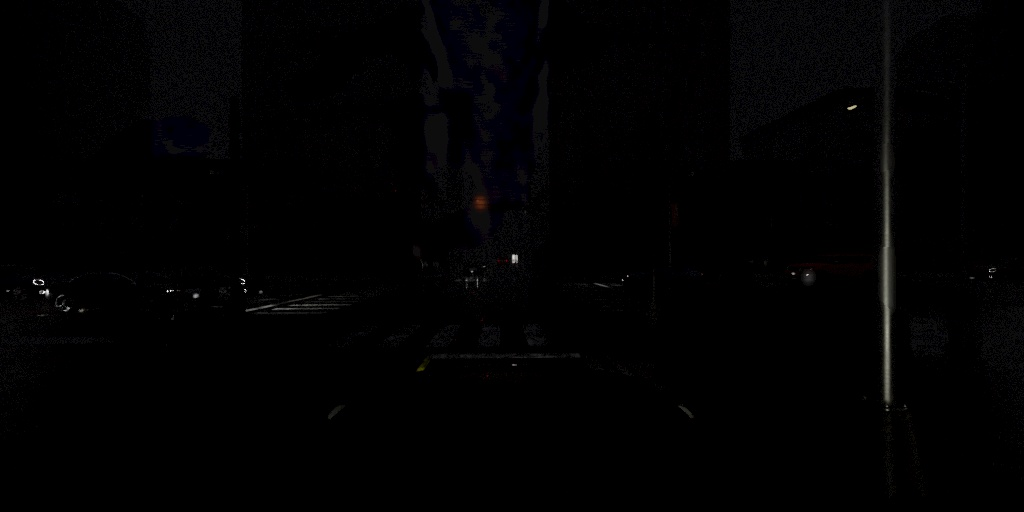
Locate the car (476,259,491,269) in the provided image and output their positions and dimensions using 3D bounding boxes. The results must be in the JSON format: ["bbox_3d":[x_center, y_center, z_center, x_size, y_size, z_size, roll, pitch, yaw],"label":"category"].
[{"bbox_3d":[-4.572,1.282,58.301,2.128,1.511,4.902,0,0,-1],"label":"car"}]

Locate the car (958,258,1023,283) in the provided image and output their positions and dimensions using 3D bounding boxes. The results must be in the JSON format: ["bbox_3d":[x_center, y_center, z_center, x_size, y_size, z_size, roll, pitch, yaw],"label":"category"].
[{"bbox_3d":[34.602,0.969,25.286,4.553,1.767,2.097,0,0,-2],"label":"car"}]

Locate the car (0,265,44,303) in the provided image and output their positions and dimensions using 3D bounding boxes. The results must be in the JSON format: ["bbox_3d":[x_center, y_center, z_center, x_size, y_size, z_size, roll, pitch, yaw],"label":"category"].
[{"bbox_3d":[-23.093,1.183,16.790,4.553,1.767,2.097,0,0,-2],"label":"car"}]

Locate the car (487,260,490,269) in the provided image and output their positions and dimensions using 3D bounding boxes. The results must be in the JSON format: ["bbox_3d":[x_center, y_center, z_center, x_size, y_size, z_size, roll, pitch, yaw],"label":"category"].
[{"bbox_3d":[-4.288,1.284,47.905,1.837,1.490,4.892,0,0,-2],"label":"car"}]

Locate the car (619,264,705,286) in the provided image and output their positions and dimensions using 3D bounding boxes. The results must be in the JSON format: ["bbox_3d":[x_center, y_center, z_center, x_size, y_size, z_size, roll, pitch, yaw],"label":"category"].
[{"bbox_3d":[10.209,1.243,24.539,5.357,1.411,2.033,0,0,-2],"label":"car"}]

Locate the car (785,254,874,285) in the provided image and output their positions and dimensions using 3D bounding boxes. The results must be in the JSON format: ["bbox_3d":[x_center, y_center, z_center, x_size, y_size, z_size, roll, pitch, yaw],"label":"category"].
[{"bbox_3d":[22.238,0.879,24.916,5.566,2.045,2.150,0,0,-2],"label":"car"}]

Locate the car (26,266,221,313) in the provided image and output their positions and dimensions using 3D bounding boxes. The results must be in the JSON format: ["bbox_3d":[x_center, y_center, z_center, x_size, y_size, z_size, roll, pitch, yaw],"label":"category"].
[{"bbox_3d":[-14.651,1.290,13.798,4.902,1.511,2.128,0,0,-2],"label":"car"}]

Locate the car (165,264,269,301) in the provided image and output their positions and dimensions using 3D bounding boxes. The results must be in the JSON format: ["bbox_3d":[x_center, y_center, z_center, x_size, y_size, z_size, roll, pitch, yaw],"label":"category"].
[{"bbox_3d":[-14.248,1.148,17.066,4.553,1.767,2.097,0,0,-2],"label":"car"}]

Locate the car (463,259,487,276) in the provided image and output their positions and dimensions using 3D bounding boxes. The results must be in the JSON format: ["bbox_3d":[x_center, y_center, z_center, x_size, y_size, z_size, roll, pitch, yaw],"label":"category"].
[{"bbox_3d":[-4.001,1.260,37.526,2.128,1.511,4.902,0,0,-2],"label":"car"}]
